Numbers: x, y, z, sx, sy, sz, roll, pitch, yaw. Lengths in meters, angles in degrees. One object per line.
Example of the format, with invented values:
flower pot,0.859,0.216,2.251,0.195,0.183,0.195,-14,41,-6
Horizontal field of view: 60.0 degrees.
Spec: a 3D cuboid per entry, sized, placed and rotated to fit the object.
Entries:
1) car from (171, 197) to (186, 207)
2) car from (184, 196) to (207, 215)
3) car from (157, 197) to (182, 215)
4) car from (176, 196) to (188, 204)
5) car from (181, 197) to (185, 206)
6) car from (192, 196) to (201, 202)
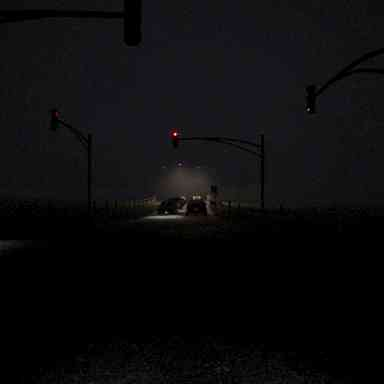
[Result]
car,-2.122,1.560,53.805,2.033,1.411,5.357,0,0,1
car,0.465,1.483,33.848,1.882,1.535,5.008,0,0,2
car,-2.414,1.553,34.180,2.033,1.411,5.357,0,0,0
car,-1.924,1.581,63.810,1.994,1.385,4.181,0,0,2
car,-2.265,1.514,43.957,1.837,1.490,4.892,0,0,1
car,1.065,1.617,75.951,1.895,1.301,4.718,0,0,1
